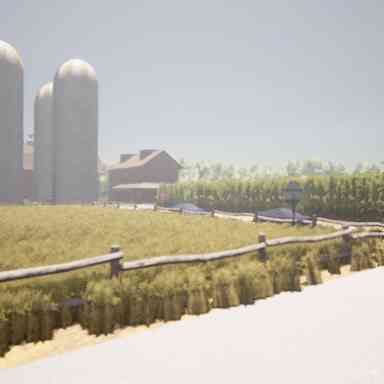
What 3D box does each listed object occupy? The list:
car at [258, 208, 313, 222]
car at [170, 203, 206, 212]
[{"bbox_3d":[6.183,1.779,22.543,1.994,1.385,4.181,1,-1,-36],"label":"car"},{"bbox_3d":[-0.489,1.799,31.851,1.812,1.442,4.674,1,-1,-36],"label":"car"}]
